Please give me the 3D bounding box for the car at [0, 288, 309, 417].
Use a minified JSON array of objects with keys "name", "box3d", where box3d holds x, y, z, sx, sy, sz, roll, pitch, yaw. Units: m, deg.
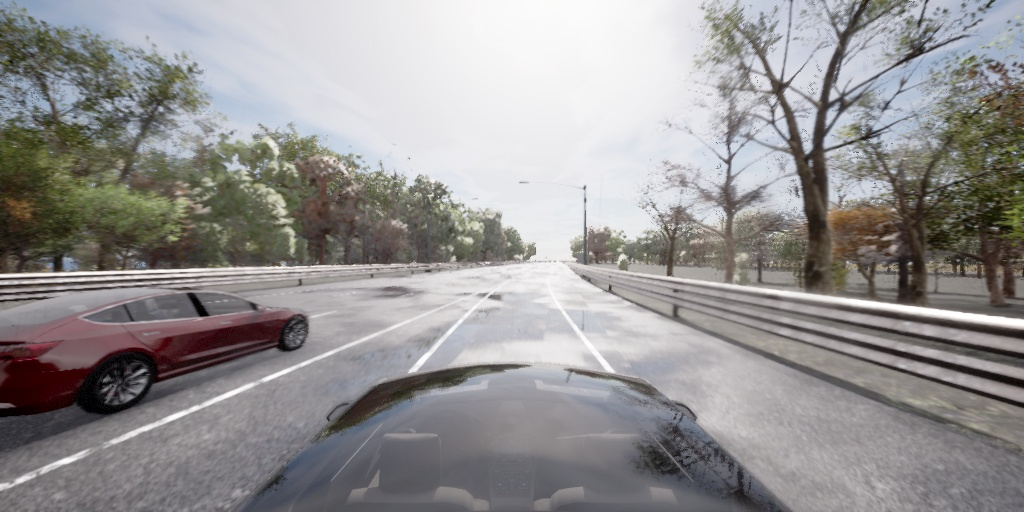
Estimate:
[{"name":"car","box3d":[-5.726,1.256,6.125,2.163,1.488,4.792,0,-1,8]}]
